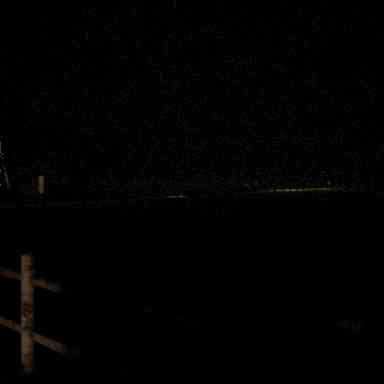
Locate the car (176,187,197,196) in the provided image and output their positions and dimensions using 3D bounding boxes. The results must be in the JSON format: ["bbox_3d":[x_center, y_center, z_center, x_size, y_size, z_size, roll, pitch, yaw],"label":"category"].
[{"bbox_3d":[-1.050,-0.045,60.602,1.837,1.490,4.892,-1,1,35],"label":"car"}]
